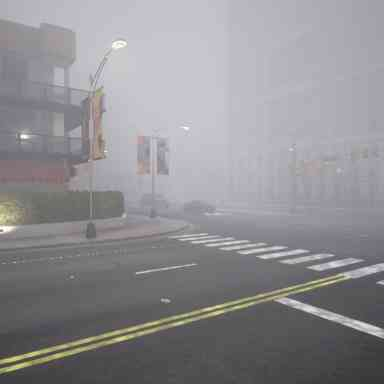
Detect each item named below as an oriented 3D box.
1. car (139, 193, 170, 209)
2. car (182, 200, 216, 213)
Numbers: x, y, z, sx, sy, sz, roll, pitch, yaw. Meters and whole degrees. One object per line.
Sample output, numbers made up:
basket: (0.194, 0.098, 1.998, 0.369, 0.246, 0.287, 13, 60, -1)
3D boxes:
car: (-5.203, 1.221, 45.335, 2.150, 2.045, 5.566, 0, 0, -35)
car: (0.733, 1.564, 36.698, 1.994, 1.385, 4.181, 0, 0, -35)
